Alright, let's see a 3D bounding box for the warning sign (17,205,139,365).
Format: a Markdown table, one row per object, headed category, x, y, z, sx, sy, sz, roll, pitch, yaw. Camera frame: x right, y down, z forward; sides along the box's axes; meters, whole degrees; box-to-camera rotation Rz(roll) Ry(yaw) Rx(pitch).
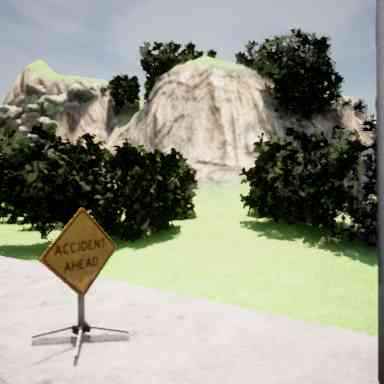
| category | x | y | z | sx | sy | sz | roll | pitch | yaw |
| --- | --- | --- | --- | --- | --- | --- | --- | --- | --- |
| warning sign | -1.615 | 1.153 | 4.835 | 1.060 | 1.860 | 1.300 | -1 | 0 | 35 |
